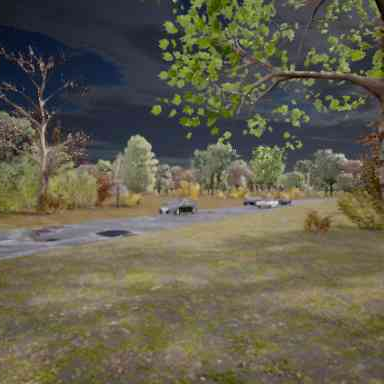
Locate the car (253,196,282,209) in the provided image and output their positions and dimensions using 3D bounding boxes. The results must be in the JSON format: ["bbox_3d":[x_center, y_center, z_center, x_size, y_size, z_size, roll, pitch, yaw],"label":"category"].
[{"bbox_3d":[10.187,1.503,44.719,1.895,1.301,4.718,0,0,29],"label":"car"}]

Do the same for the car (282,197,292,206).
[{"bbox_3d":[14.663,1.504,53.130,1.895,1.301,4.718,0,0,28],"label":"car"}]

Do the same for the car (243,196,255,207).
[{"bbox_3d":[9.107,1.358,49.166,1.882,1.535,5.008,1,0,29],"label":"car"}]

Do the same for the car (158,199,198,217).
[{"bbox_3d":[-1.189,1.361,30.250,2.128,1.511,4.902,0,0,28],"label":"car"}]
